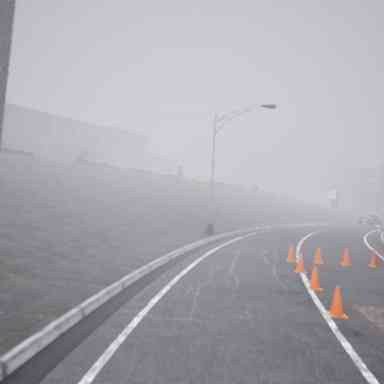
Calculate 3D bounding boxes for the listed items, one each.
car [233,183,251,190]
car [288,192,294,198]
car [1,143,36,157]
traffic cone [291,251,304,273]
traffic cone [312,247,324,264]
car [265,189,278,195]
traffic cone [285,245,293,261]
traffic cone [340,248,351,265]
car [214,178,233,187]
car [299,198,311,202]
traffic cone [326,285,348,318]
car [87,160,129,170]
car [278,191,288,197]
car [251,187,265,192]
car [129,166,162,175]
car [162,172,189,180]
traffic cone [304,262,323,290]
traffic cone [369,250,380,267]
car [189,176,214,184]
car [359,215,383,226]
[{"bbox_3d":[8.431,-0.805,63.094,2.163,1.488,4.792,-1,-6,43],"label":"car"},{"bbox_3d":[22.709,1.013,79.974,2.435,2.045,5.566,0,-6,38],"label":"car"},{"bbox_3d":[-19.538,-4.367,36.453,4.553,1.767,2.185,6,-5,-42],"label":"car"},{"bbox_3d":[3.486,2.276,10.684,0.340,0.580,0.340,2,-1,8],"label":"traffic cone"},{"bbox_3d":[4.752,2.363,12.523,0.340,0.580,0.340,2,-1,8],"label":"traffic cone"},{"bbox_3d":[15.647,0.169,71.260,2.231,1.521,4.892,-1,-6,41],"label":"car"},{"bbox_3d":[3.764,2.326,12.663,0.340,0.580,0.340,2,-1,8],"label":"traffic cone"},{"bbox_3d":[5.739,2.400,12.384,0.340,0.580,0.340,2,-1,8],"label":"traffic cone"},{"bbox_3d":[4.536,-1.481,58.946,2.185,1.767,4.553,-1,-6,45],"label":"car"},{"bbox_3d":[29.226,2.468,88.779,2.002,1.452,4.674,0,-6,36],"label":"car"},{"bbox_3d":[2.930,2.186,6.723,0.340,0.580,0.340,2,-1,8],"label":"traffic cone"},{"bbox_3d":[-11.422,-3.329,43.717,4.892,1.521,2.231,6,-5,-42],"label":"car"},{"bbox_3d":[19.226,0.580,75.596,2.185,1.767,4.553,0,-6,39],"label":"car"},{"bbox_3d":[12.114,-0.290,67.173,2.002,1.452,4.674,-1,-6,42],"label":"car"},{"bbox_3d":[-7.330,-2.855,47.392,4.892,1.521,2.231,7,-6,-42],"label":"car"},{"bbox_3d":[-3.290,-2.321,51.158,4.674,1.452,2.002,7,-6,-43],"label":"car"},{"bbox_3d":[3.208,2.229,8.704,0.340,0.580,0.340,2,-1,8],"label":"traffic cone"},{"bbox_3d":[6.727,2.436,12.245,0.340,0.580,0.340,2,-1,8],"label":"traffic cone"},{"bbox_3d":[0.671,-1.858,55.015,5.008,1.535,2.097,7,-6,-44],"label":"car"},{"bbox_3d":[24.755,3.861,45.939,4.902,1.511,2.128,5,-4,-41],"label":"car"}]
